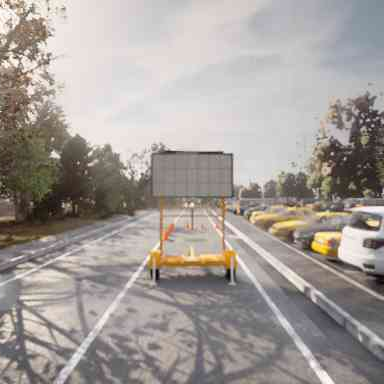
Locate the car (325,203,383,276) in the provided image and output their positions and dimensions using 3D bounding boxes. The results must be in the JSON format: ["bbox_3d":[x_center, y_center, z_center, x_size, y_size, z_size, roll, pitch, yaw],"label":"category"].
[{"bbox_3d":[6.898,1.419,8.890,5.566,2.045,2.435,0,0,1],"label":"car"}]

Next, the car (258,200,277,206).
[{"bbox_3d":[20.821,3.124,91.919,5.008,1.535,2.097,0,-2,1],"label":"car"}]

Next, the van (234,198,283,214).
[{"bbox_3d":[7.279,1.732,36.639,4.442,1.987,1.878,0,-1,1],"label":"van"}]

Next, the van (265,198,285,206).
[{"bbox_3d":[20.854,2.627,83.493,4.442,1.987,1.878,0,-2,1],"label":"van"}]

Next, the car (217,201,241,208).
[{"bbox_3d":[7.487,2.488,67.168,4.674,1.452,2.002,0,-1,1],"label":"car"}]

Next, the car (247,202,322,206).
[{"bbox_3d":[7.231,1.797,25.540,5.366,1.575,1.946,0,-1,1],"label":"car"}]

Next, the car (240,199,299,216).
[{"bbox_3d":[7.135,1.746,31.089,4.553,1.767,2.185,0,-1,1],"label":"car"}]

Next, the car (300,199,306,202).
[{"bbox_3d":[20.420,2.246,53.169,4.674,1.452,2.002,0,-1,1],"label":"car"}]

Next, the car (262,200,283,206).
[{"bbox_3d":[20.760,2.943,86.256,4.892,1.521,2.231,0,-2,1],"label":"car"}]

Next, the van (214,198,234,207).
[{"bbox_3d":[7.484,2.474,78.259,4.442,1.987,1.878,0,-2,1],"label":"van"}]

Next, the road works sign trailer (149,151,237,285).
[{"bbox_3d":[0.009,0.585,9.838,2.380,3.560,2.880,0,-1,-1],"label":"road works sign trailer"}]

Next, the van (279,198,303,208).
[{"bbox_3d":[20.707,2.245,69.665,4.442,1.987,1.878,0,-1,1],"label":"van"}]

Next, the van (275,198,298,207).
[{"bbox_3d":[20.505,2.292,72.570,4.442,1.987,1.878,0,-1,1],"label":"van"}]

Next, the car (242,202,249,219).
[{"bbox_3d":[7.069,1.834,28.309,4.892,1.521,2.231,0,-1,1],"label":"car"}]

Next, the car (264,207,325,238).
[{"bbox_3d":[6.772,1.729,17.218,5.366,1.575,1.946,0,0,1],"label":"car"}]

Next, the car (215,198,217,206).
[{"bbox_3d":[7.449,2.403,64.394,5.008,1.535,2.097,0,-1,1],"label":"car"}]

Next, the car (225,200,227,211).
[{"bbox_3d":[7.221,2.121,44.963,4.792,1.488,2.163,0,-1,1],"label":"car"}]

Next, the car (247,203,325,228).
[{"bbox_3d":[6.832,1.773,22.891,5.366,1.575,1.946,0,0,1],"label":"car"}]

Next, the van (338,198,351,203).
[{"bbox_3d":[20.153,1.756,39.201,4.442,1.987,1.878,0,-1,1],"label":"van"}]

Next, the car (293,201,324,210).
[{"bbox_3d":[20.472,2.333,58.583,4.674,1.452,2.002,0,-1,1],"label":"car"}]

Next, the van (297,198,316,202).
[{"bbox_3d":[20.563,2.024,55.942,4.442,1.987,1.878,0,-1,1],"label":"van"}]

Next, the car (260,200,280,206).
[{"bbox_3d":[20.790,3.031,89.024,5.008,1.535,2.097,0,-2,1],"label":"car"}]

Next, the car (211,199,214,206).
[{"bbox_3d":[7.571,2.286,72.724,5.566,2.045,2.435,0,-1,1],"label":"car"}]

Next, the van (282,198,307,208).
[{"bbox_3d":[20.680,2.202,67.021,4.442,1.987,1.878,0,-1,1],"label":"van"}]

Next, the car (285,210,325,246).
[{"bbox_3d":[6.935,1.712,14.441,4.892,1.521,2.231,0,0,1],"label":"car"}]

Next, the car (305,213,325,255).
[{"bbox_3d":[7.085,1.687,11.663,5.366,1.575,1.946,0,0,1],"label":"car"}]

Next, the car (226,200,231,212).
[{"bbox_3d":[7.192,2.077,42.188,4.792,1.488,2.163,0,-1,1],"label":"car"}]

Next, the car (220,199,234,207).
[{"bbox_3d":[7.094,2.133,47.741,5.366,1.575,1.946,0,-1,1],"label":"car"}]

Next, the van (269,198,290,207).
[{"bbox_3d":[20.561,2.450,77.959,4.442,1.987,1.878,0,-2,1],"label":"van"}]

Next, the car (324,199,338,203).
[{"bbox_3d":[20.271,1.775,41.969,5.566,2.045,2.435,0,-1,1],"label":"car"}]

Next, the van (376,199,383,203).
[{"bbox_3d":[20.073,1.625,30.876,4.442,1.987,1.878,0,-1,0],"label":"van"}]

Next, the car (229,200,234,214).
[{"bbox_3d":[7.163,2.032,39.412,4.792,1.488,2.163,0,-1,1],"label":"car"}]

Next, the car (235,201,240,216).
[{"bbox_3d":[7.163,1.943,33.860,4.792,1.488,2.163,0,-1,1],"label":"car"}]

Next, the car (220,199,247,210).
[{"bbox_3d":[7.365,2.189,58.844,4.553,1.767,2.185,0,-1,1],"label":"car"}]

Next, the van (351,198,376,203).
[{"bbox_3d":[20.357,1.711,36.429,4.442,1.987,1.878,0,-1,1],"label":"van"}]

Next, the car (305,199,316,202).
[{"bbox_3d":[20.381,2.159,50.275,5.008,1.535,2.097,0,-1,1],"label":"car"}]

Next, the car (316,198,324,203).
[{"bbox_3d":[20.300,1.819,44.739,5.566,2.045,2.435,0,-1,1],"label":"car"}]

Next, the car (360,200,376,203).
[{"bbox_3d":[20.217,1.893,33.657,5.008,1.535,2.097,0,-1,1],"label":"car"}]

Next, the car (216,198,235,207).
[{"bbox_3d":[7.182,2.267,56.068,5.366,1.575,1.946,0,-1,1],"label":"car"}]

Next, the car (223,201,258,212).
[{"bbox_3d":[7.315,2.182,50.515,4.892,1.521,2.231,0,-1,1],"label":"car"}]
